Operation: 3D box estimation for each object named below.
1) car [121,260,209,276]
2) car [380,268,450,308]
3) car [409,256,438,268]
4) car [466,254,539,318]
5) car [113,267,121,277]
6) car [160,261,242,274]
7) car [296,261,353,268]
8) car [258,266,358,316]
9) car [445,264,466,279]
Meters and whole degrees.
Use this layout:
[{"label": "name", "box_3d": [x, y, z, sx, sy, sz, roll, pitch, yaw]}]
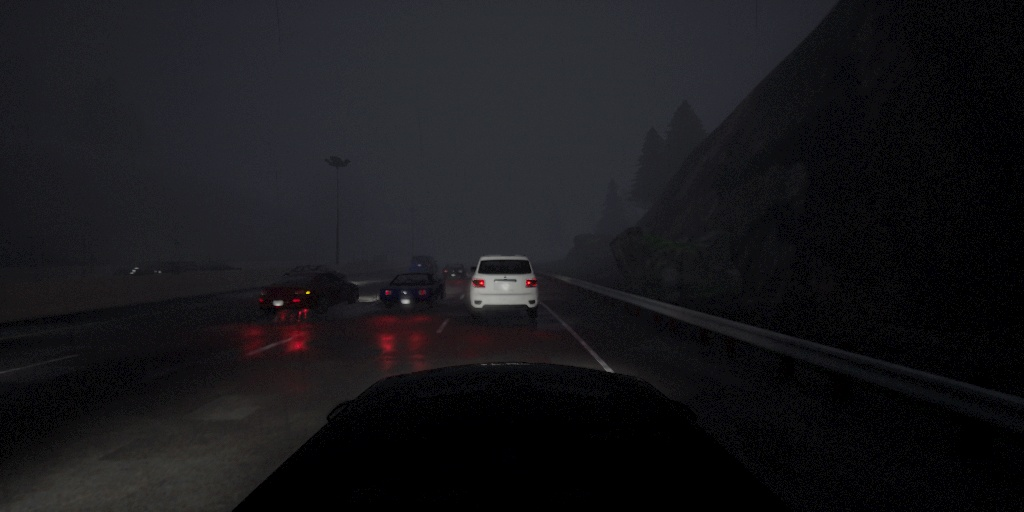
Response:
[{"label": "car", "box_3d": [-26.020, 1.145, 27.156, 2.097, 1.767, 4.553, 0, 0, -4]}, {"label": "car", "box_3d": [-3.960, 1.352, 15.145, 1.895, 1.301, 4.718, 0, 0, -4]}, {"label": "car", "box_3d": [-8.954, 0.972, 36.627, 2.150, 2.045, 5.566, 0, 0, -4]}, {"label": "car", "box_3d": [-0.340, 0.966, 13.185, 2.150, 2.045, 5.566, 0, 0, -3]}, {"label": "car", "box_3d": [-33.435, 1.157, 32.830, 2.097, 1.767, 4.553, 0, 0, -4]}, {"label": "car", "box_3d": [-22.480, 1.333, 26.668, 2.033, 1.411, 5.357, 0, 0, -4]}, {"label": "car", "box_3d": [-11.361, 1.256, 20.905, 2.128, 1.511, 4.902, 0, 0, -4]}, {"label": "car", "box_3d": [-7.374, 1.286, 13.413, 1.812, 1.442, 4.674, 0, 0, -3]}, {"label": "car", "box_3d": [-5.186, 1.346, 32.998, 1.895, 1.301, 4.718, 0, 0, -4]}]
